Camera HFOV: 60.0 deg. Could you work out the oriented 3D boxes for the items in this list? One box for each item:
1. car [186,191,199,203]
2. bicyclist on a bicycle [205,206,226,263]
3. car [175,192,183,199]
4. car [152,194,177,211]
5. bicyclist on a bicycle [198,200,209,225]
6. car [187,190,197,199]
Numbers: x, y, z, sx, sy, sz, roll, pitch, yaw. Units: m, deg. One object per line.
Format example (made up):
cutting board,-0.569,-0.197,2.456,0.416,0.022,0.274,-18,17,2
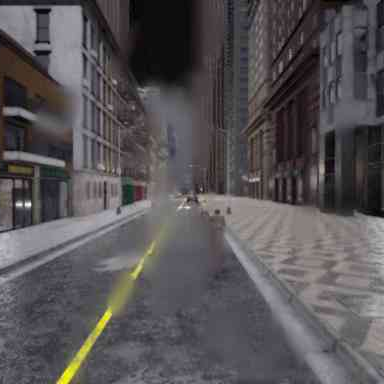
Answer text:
car,0.069,1.083,55.077,1.837,1.490,4.892,0,1,0
bicyclist on a bicycle,0.823,1.366,10.621,0.582,1.620,1.656,0,0,0
car,-3.019,0.779,76.344,1.882,1.535,5.008,0,0,0
car,-3.098,1.209,35.267,2.128,1.511,4.902,0,0,0
bicyclist on a bicycle,0.796,1.269,20.564,0.866,1.612,1.509,0,0,0
car,-0.019,0.663,78.671,2.150,2.045,5.566,0,0,0
